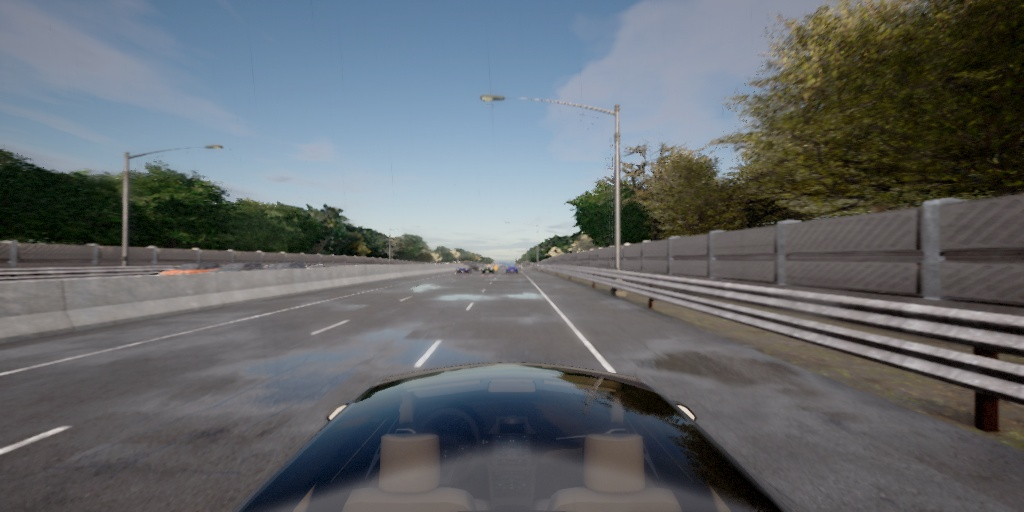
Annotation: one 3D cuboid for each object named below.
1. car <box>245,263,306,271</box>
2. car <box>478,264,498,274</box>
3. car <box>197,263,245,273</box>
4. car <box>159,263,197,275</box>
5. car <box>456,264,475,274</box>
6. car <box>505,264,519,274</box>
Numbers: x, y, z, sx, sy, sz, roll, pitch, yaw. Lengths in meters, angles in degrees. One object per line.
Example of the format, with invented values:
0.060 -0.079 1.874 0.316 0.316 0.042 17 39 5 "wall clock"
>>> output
-17.572 1.311 27.574 2.097 1.767 4.553 0 -1 0 "car"
-3.478 1.974 52.803 1.895 1.301 4.718 0 -1 0 "car"
-21.070 1.312 27.649 2.097 1.767 4.553 0 -1 0 "car"
-24.568 1.313 27.736 2.097 1.767 4.553 0 -1 0 "car"
-6.978 1.974 52.805 1.895 1.301 4.718 0 -1 0 "car"
0.022 1.898 52.773 1.812 1.442 4.674 0 -1 0 "car"
